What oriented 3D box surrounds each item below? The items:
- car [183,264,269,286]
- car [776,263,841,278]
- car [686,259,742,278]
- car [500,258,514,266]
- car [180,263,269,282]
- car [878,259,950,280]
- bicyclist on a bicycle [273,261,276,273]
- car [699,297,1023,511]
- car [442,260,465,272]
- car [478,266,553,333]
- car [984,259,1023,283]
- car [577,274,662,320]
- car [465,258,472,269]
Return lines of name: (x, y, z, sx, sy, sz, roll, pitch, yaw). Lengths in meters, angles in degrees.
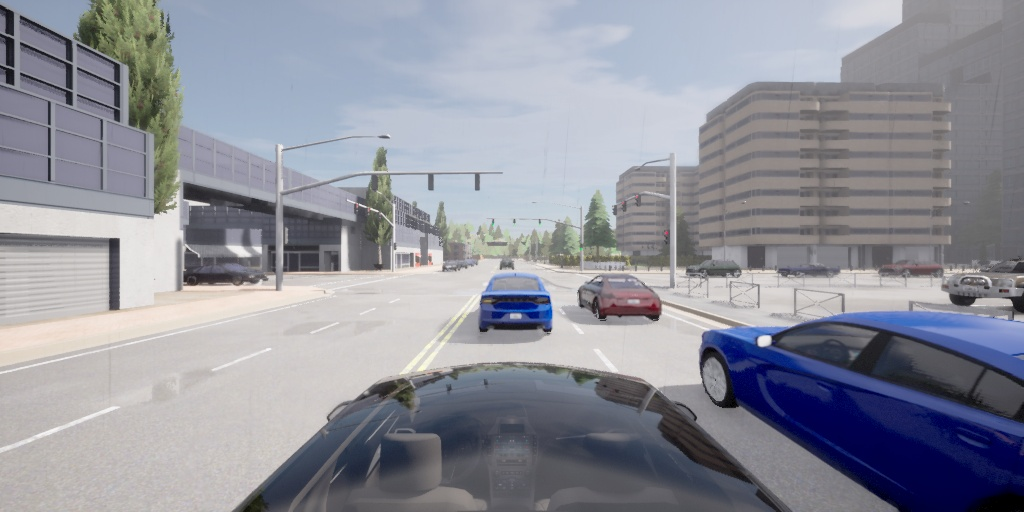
car: (-19.955, 1.297, 24.699, 5.357, 1.411, 2.033, 0, 0, -1)
car: (27.661, 1.351, 33.558, 4.718, 1.301, 1.895, 0, 0, -1)
car: (18.674, 1.102, 33.369, 4.553, 1.767, 2.097, 0, 0, -1)
car: (-0.806, 1.102, 56.072, 2.097, 1.767, 4.553, 0, 0, -1)
car: (-22.442, 1.297, 28.165, 5.357, 1.411, 2.033, 0, 0, -1)
car: (37.457, 1.102, 33.749, 4.553, 1.767, 2.097, 0, 0, -1)
bicyclist on a bicycle: (-25.855, 1.053, 39.601, 0.582, 1.620, 1.656, 0, 0, -1)
car: (3.605, 1.228, 3.145, 1.882, 1.535, 5.008, 0, 0, 0)
car: (-7.866, 1.242, 46.786, 2.128, 1.511, 4.902, 0, 0, 0)
car: (0.098, 1.228, 10.769, 1.882, 1.535, 5.008, 0, 0, 0)
car: (43.616, 1.255, 30.193, 4.892, 1.490, 1.837, 0, 0, -1)
car: (3.591, 1.314, 12.634, 1.994, 1.385, 4.181, 0, 0, -1)
car: (-8.008, 1.314, 56.746, 1.994, 1.385, 4.181, 0, 0, -1)
